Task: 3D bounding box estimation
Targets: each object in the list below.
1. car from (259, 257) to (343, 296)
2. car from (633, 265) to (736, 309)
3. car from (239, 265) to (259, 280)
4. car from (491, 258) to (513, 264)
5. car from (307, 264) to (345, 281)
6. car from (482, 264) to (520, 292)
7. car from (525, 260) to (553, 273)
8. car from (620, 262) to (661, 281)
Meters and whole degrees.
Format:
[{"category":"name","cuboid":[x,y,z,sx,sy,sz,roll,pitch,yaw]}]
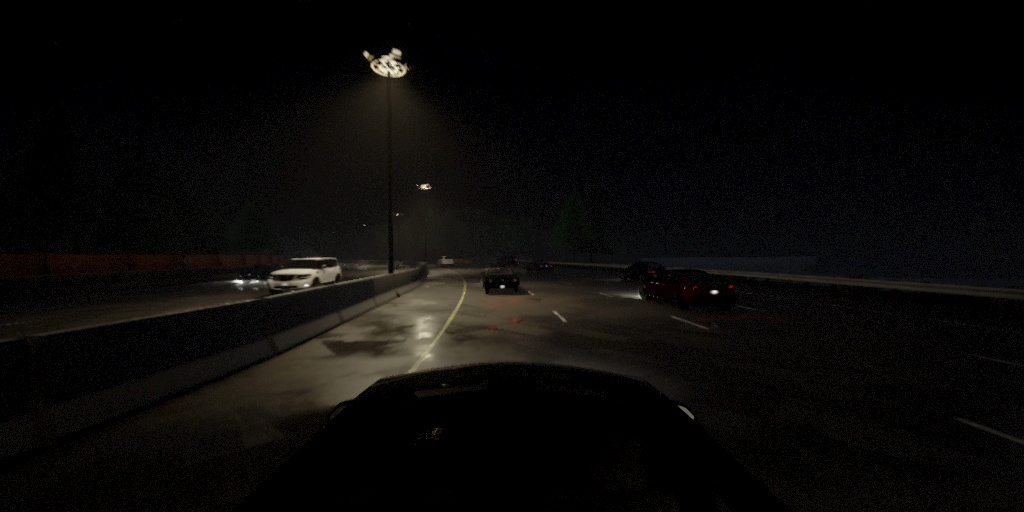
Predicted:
[{"category":"car","cuboid":[-11.687,1.075,20.691,2.150,2.045,5.566,-1,0,-7]},{"category":"car","cuboid":[6.761,1.208,14.259,1.994,1.385,4.181,-1,0,-5]},{"category":"car","cuboid":[-24.630,1.544,34.969,1.994,1.385,4.181,-1,0,-13]},{"category":"car","cuboid":[-1.838,1.282,47.308,1.895,1.301,4.718,-1,0,-17]},{"category":"car","cuboid":[-17.194,1.456,33.322,1.994,1.385,4.181,-1,0,-11]},{"category":"car","cuboid":[-0.766,1.321,21.016,1.895,1.301,4.718,-1,0,-7]},{"category":"car","cuboid":[3.100,1.180,42.105,2.033,1.411,5.357,-1,0,-16]},{"category":"car","cuboid":[9.198,1.120,24.901,1.812,1.442,4.674,-1,0,-7]}]
